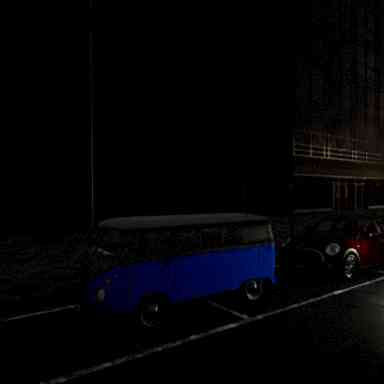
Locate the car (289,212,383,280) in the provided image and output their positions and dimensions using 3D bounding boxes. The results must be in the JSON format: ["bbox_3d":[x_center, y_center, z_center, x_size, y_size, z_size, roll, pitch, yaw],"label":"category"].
[{"bbox_3d":[4.441,1.427,9.813,4.097,1.590,1.967,0,0,-35],"label":"car"}]

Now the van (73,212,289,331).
[{"bbox_3d":[-0.126,1.336,6.557,3.998,1.788,1.690,0,0,-35],"label":"van"}]
